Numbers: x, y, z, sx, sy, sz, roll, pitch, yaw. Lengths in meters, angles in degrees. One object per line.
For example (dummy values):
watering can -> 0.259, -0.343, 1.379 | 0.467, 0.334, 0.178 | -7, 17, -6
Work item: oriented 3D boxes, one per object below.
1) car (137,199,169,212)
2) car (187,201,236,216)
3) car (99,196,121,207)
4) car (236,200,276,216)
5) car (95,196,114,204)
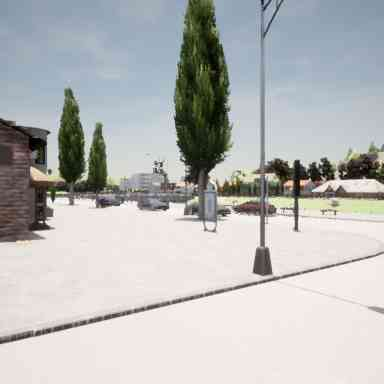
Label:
car -> -4.796, 1.547, 40.133 | 2.033, 1.411, 5.357 | 0, 0, -36
car -> 1.360, 1.547, 31.560 | 2.033, 1.411, 5.357 | 0, 0, -36
car -> -12.493, 1.565, 50.946 | 1.994, 1.385, 4.181 | 0, 0, -35
car -> 6.010, 1.525, 32.278 | 1.812, 1.442, 4.674 | 0, 0, -36
car -> -16.855, 1.478, 64.115 | 1.882, 1.535, 5.008 | 0, -1, -36
